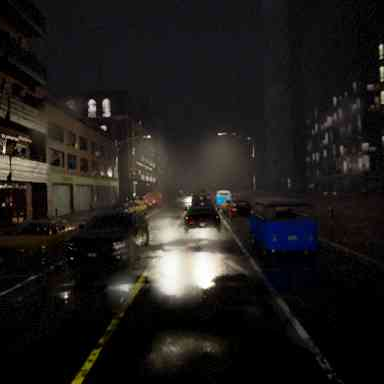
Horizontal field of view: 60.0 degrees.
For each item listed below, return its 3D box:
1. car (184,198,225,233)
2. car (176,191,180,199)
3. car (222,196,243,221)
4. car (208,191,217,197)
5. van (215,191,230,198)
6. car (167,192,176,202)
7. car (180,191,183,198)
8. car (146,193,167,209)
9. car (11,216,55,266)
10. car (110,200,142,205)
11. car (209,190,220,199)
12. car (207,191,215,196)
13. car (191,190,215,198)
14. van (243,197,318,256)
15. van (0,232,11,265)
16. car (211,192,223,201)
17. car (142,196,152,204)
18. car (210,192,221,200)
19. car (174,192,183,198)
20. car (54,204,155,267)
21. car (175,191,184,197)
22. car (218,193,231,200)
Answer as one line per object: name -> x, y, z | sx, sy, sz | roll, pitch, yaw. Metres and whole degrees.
car -> 0.553, 1.294, 17.867 | 1.812, 1.442, 4.674 | -2, 1, 2
car -> -3.909, 0.920, 67.568 | 1.802, 1.307, 4.206 | -1, 1, 2
car -> 3.312, 1.203, 22.807 | 1.802, 1.307, 4.206 | -1, 1, 2
car -> 4.752, 0.474, 78.481 | 1.887, 1.381, 4.507 | -1, 1, 2
van -> 3.739, 0.752, 39.507 | 1.690, 1.788, 3.998 | -1, 1, 2
car -> -4.198, 1.020, 56.432 | 1.887, 1.381, 4.507 | -1, 1, 2
car -> -3.621, 0.745, 78.702 | 1.887, 1.381, 4.507 | -1, 1, 2
car -> -4.634, 0.998, 39.727 | 2.192, 1.841, 5.009 | -1, 1, 2
car -> -5.355, 1.560, 11.723 | 1.752, 1.417, 4.829 | -1, 1, 2
car -> -5.062, 1.443, 23.027 | 2.008, 1.369, 4.403 | -1, 1, 2
car -> 4.462, 0.507, 67.345 | 1.967, 1.590, 4.097 | -1, 1, 2
car -> 5.040, 0.343, 89.616 | 2.008, 1.369, 4.403 | -1, 1, 2
car -> 1.074, 0.742, 37.694 | 2.150, 2.045, 5.566 | -2, 1, 2
van -> 3.019, 1.103, 11.670 | 1.690, 1.788, 3.998 | -1, 1, 2
van -> -5.498, 1.444, 6.324 | 1.690, 1.788, 3.998 | -1, 1, 2
car -> 4.179, 0.727, 56.380 | 1.752, 1.417, 4.829 | -1, 1, 2
car -> -4.923, 1.349, 28.425 | 1.752, 1.417, 4.829 | -1, 1, 2
car -> 4.319, 0.680, 61.778 | 1.887, 1.381, 4.507 | -1, 1, 2
car -> -3.476, 0.697, 84.270 | 1.947, 1.339, 4.313 | -1, 1, 2
car -> -2.682, 1.426, 11.612 | 1.882, 1.535, 5.008 | -2, 1, 1
car -> -3.335, 0.503, 89.836 | 1.967, 1.590, 4.097 | -1, 1, 2
car -> 3.459, 1.074, 28.543 | 1.752, 1.417, 4.829 | -1, 1, 2
